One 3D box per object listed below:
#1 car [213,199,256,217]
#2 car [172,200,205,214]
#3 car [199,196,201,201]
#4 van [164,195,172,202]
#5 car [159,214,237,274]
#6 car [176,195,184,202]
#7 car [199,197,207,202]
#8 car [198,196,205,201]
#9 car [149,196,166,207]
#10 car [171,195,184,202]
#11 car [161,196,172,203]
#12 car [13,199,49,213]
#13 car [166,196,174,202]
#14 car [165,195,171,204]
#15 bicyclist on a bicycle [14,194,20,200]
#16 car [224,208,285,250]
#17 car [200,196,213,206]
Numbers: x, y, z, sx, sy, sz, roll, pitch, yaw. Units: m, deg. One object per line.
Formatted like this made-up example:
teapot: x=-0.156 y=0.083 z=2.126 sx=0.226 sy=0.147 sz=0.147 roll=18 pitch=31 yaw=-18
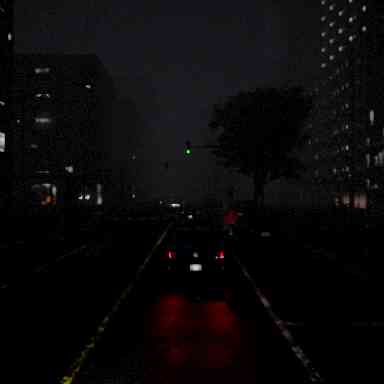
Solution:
car: x=2.695 y=1.354 z=19.780 sx=2.192 sy=1.841 sz=5.009 roll=0 pitch=0 yaw=0
car: x=-0.431 y=1.657 z=28.377 sx=1.895 sy=1.301 sz=4.718 roll=0 pitch=0 yaw=-8
car: x=2.697 y=1.674 z=63.403 sx=1.752 sy=1.417 sz=4.829 roll=0 pitch=0 yaw=0
van: x=-5.681 y=1.542 z=79.832 sx=1.690 sy=1.788 sz=3.998 roll=0 pitch=0 yaw=0
car: x=0.100 y=1.621 z=10.638 sx=1.895 sy=1.301 sz=4.718 roll=0 pitch=0 yaw=0
car: x=-2.991 y=1.624 z=85.104 sx=1.882 sy=1.535 sz=5.008 roll=0 pitch=0 yaw=0
car: x=2.699 y=1.783 z=79.830 sx=1.802 sy=1.307 sz=4.206 roll=0 pitch=0 yaw=0
car: x=2.699 y=1.764 z=91.066 sx=1.752 sy=1.417 sz=4.829 roll=0 pitch=0 yaw=0
car: x=-5.683 y=1.666 z=52.168 sx=2.008 sy=1.369 sz=4.403 roll=0 pitch=0 yaw=0
car: x=-2.995 y=1.686 z=68.710 sx=2.128 sy=1.511 sz=4.902 roll=0 pitch=0 yaw=0
car: x=-5.682 y=1.623 z=74.299 sx=1.967 sy=1.590 sz=4.097 roll=0 pitch=0 yaw=0
car: x=-16.422 y=1.406 z=32.763 sx=4.403 sy=1.369 sz=2.008 roll=1 pitch=-1 yaw=-1
car: x=-5.681 y=1.801 z=85.364 sx=1.802 sy=1.307 sz=4.206 roll=0 pitch=0 yaw=0
car: x=-5.683 y=1.698 z=63.234 sx=2.008 sy=1.369 sz=4.403 roll=0 pitch=0 yaw=0
bicyclist on a bicycle: x=-23.163 y=1.098 z=44.015 sx=0.582 sy=1.620 sz=1.656 roll=1 pitch=0 yaw=-1
car: x=2.694 y=1.594 z=14.256 sx=1.947 sy=1.339 sz=4.313 roll=0 pitch=0 yaw=0
car: x=2.697 y=1.660 z=52.167 sx=1.887 sy=1.381 sz=4.507 roll=0 pitch=0 yaw=0
